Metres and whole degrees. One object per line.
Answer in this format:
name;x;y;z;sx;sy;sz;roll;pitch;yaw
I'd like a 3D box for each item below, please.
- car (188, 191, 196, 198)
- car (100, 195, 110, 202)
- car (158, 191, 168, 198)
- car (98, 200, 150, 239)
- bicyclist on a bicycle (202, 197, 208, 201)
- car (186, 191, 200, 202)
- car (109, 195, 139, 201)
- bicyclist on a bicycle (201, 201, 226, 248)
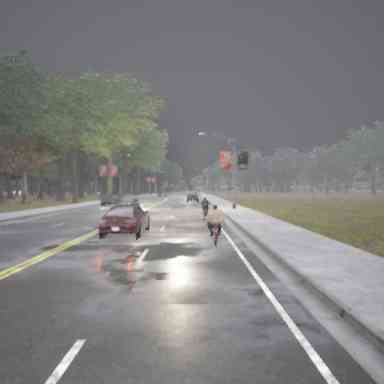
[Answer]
car;0.022;0.580;73.950;1.882;1.535;5.008;0;1;0
car;-9.829;1.029;41.200;2.033;1.411;5.357;0;1;0
car;-6.478;0.538;74.715;1.837;1.490;4.892;0;1;0
car;-3.145;1.322;15.979;1.812;1.442;4.674;0;1;0
bicyclist on a bicycle;0.900;1.168;22.447;0.582;1.620;1.656;0;0;0
car;0.114;0.847;52.825;1.837;1.490;4.892;0;1;0
car;-6.583;1.061;34.142;2.128;1.511;4.902;0;1;0
bicyclist on a bicycle;0.877;1.273;12.741;0.866;1.612;1.509;0;1;0
